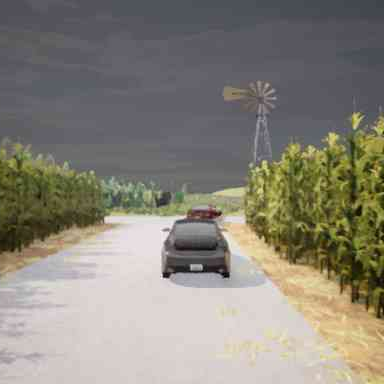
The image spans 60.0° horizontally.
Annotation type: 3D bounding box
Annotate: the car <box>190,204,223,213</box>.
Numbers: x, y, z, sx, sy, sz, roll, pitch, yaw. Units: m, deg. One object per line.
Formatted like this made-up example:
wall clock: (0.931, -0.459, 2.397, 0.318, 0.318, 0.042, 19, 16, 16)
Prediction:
car: (1.092, 1.647, 25.472, 1.882, 1.535, 5.008, -1, -1, 16)

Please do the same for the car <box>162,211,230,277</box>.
car: (0.104, 1.585, 10.530, 1.837, 1.490, 4.892, 0, 0, 0)
